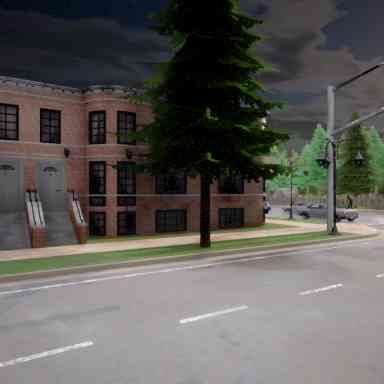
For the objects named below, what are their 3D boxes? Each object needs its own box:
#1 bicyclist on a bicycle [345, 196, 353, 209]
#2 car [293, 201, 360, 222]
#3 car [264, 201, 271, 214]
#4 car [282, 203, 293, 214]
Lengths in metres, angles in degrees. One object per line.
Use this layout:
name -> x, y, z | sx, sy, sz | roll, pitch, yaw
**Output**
bicyclist on a bicycle -> 19.240, 1.301, 40.664 | 1.656, 1.620, 0.582 | 0, 0, -31
car -> 10.759, 1.601, 26.583 | 1.895, 1.301, 4.718 | 0, 0, -31
car -> 5.784, 1.221, 34.980 | 2.150, 2.045, 5.566 | 0, 0, -31
car -> 11.192, 1.601, 32.718 | 1.895, 1.301, 4.718 | 0, 0, -31
